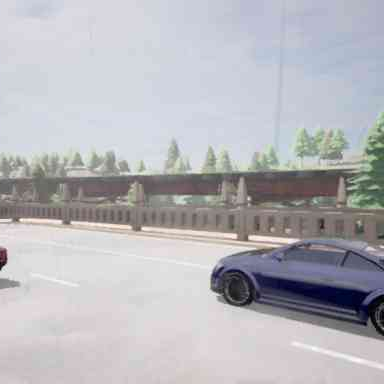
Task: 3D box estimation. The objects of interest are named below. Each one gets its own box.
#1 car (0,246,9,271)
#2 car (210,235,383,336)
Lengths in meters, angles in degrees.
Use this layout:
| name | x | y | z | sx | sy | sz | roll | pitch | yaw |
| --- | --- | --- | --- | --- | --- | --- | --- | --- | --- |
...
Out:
| name | x | y | z | sx | sy | sz | roll | pitch | yaw |
| --- | --- | --- | --- | --- | --- | --- | --- | --- | --- |
| car | -7.009 | 1.619 | 8.993 | 4.718 | 1.301 | 1.895 | 0 | 0 | 36 |
| car | 2.440 | 1.567 | 6.550 | 4.181 | 1.385 | 1.994 | 0 | 0 | 36 |
